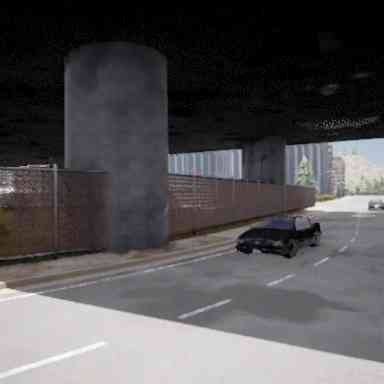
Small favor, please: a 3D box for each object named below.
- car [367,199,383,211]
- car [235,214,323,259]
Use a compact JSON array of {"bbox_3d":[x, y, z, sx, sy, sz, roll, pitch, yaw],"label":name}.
[{"bbox_3d":[24.070,1.626,43.448,2.128,1.511,4.902,-1,-1,28],"label":"car"},{"bbox_3d":[3.763,1.636,13.465,2.033,1.411,5.357,-1,-1,36],"label":"car"}]
